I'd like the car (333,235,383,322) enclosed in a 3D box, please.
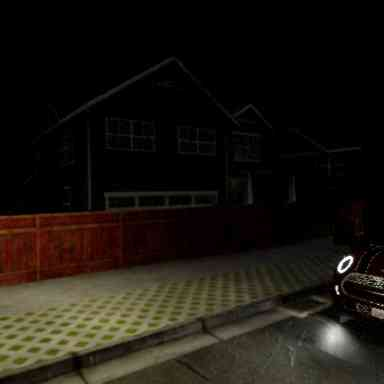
[{"bbox_3d":[4.762,1.289,6.470,4.553,1.767,2.097,-1,0,-36],"label":"car"}]
